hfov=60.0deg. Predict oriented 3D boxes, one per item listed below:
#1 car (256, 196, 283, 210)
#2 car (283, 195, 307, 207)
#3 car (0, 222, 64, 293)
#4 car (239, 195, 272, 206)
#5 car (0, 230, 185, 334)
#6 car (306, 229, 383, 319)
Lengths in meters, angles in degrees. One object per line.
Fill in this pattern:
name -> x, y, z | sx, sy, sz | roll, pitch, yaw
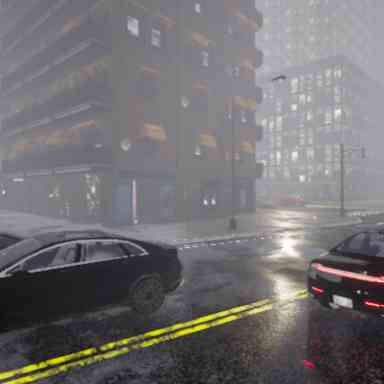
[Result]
car -> 7.352, 1.238, 37.469 | 4.829, 1.417, 1.752 | 1, 0, 44
car -> 12.957, 1.115, 43.936 | 4.097, 1.590, 1.967 | 1, 0, 44
car -> -5.452, 1.565, 7.809 | 4.181, 1.385, 1.994 | 0, 0, -36
car -> 9.022, 1.156, 47.570 | 4.313, 1.339, 1.947 | 1, 0, 44
car -> -2.434, 1.495, 5.974 | 4.902, 1.511, 2.128 | 0, 0, -36
car -> 4.307, 1.502, 6.640 | 4.902, 1.511, 2.128 | 0, 0, -36
